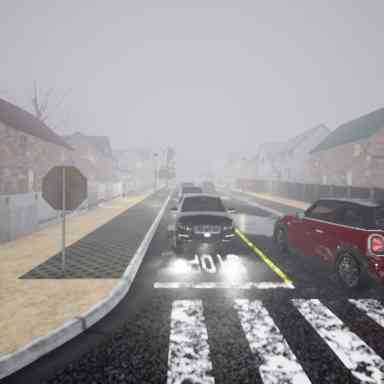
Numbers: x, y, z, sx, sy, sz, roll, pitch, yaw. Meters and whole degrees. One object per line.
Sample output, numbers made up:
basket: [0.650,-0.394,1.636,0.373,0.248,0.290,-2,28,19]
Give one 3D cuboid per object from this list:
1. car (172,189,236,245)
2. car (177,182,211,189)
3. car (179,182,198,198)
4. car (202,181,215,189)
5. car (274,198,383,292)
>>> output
car: [0.347,0.851,11.862,1.837,1.490,4.892,0,3,-2]
car: [-0.024,0.336,22.482,1.837,1.490,4.892,0,3,-2]
car: [-0.445,-0.269,35.071,1.837,1.490,4.892,0,3,-2]
car: [2.099,-0.817,46.280,1.882,1.535,5.008,0,3,-2]
car: [3.699,0.907,7.982,2.097,1.767,4.553,0,3,-9]
